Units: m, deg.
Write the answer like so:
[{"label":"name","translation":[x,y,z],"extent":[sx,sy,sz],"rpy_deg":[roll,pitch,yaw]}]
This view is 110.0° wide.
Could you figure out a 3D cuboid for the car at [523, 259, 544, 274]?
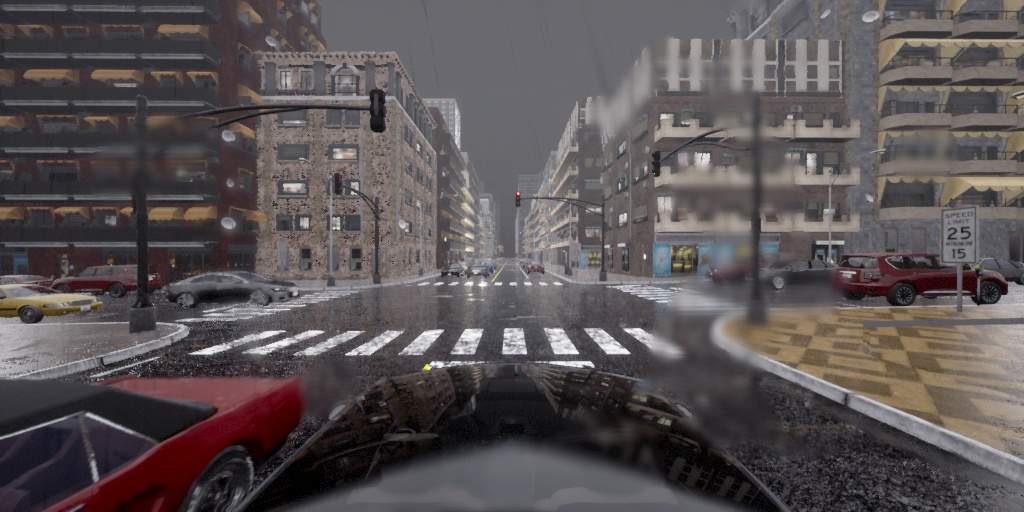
[{"label":"car","translation":[2.611,1.198,40.855],"extent":[1.967,1.591,4.097],"rpy_deg":[0,0,0]}]

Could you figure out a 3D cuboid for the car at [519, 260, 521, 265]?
[{"label":"car","translation":[2.577,1.349,57.902],"extent":[1.802,1.307,4.207],"rpy_deg":[0,0,0]}]

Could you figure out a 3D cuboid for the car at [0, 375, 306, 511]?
[{"label":"car","translation":[-2.940,1.351,1.160],"extent":[1.895,1.301,4.718],"rpy_deg":[0,0,2]}]

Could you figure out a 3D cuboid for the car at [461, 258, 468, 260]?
[{"label":"car","translation":[-5.769,1.284,40.666],"extent":[1.751,1.417,4.829],"rpy_deg":[0,0,0]}]

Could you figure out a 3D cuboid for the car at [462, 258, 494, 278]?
[{"label":"car","translation":[-3.165,1.247,34.029],"extent":[2.128,1.511,4.902],"rpy_deg":[0,0,0]}]

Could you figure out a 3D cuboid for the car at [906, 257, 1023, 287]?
[{"label":"car","translation":[24.727,0.807,19.052],"extent":[5.357,1.411,2.033],"rpy_deg":[-1,0,-1]}]

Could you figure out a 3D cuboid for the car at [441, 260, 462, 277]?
[{"label":"car","translation":[-5.757,1.322,35.154],"extent":[1.948,1.339,4.313],"rpy_deg":[0,0,0]}]

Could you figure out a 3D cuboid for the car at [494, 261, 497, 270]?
[{"label":"car","translation":[-3.183,1.237,43.451],"extent":[1.882,1.535,5.008],"rpy_deg":[0,0,0]}]

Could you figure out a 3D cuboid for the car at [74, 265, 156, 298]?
[{"label":"car","translation":[-23.638,1.462,21.088],"extent":[5.009,1.841,2.192],"rpy_deg":[0,0,-1]}]

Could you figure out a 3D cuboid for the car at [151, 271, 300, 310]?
[{"label":"car","translation":[-12.032,1.439,15.651],"extent":[4.902,1.511,2.128],"rpy_deg":[-1,0,-4]}]

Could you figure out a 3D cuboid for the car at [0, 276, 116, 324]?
[{"label":"car","translation":[-17.652,1.585,12.804],"extent":[4.829,1.417,1.751],"rpy_deg":[0,0,-1]}]

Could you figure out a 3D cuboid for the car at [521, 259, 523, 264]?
[{"label":"car","translation":[2.600,1.200,46.537],"extent":[1.967,1.591,4.097],"rpy_deg":[0,0,0]}]

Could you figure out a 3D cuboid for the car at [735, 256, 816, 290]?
[{"label":"car","translation":[14.936,0.947,18.944],"extent":[4.892,1.490,1.837],"rpy_deg":[-1,0,-1]}]

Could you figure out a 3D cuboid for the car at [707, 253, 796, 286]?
[{"label":"car","translation":[14.536,0.759,21.530],"extent":[5.009,1.841,2.192],"rpy_deg":[0,0,-1]}]

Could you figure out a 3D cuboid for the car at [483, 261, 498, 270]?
[{"label":"car","translation":[-3.196,1.365,53.448],"extent":[1.895,1.301,4.718],"rpy_deg":[0,0,0]}]

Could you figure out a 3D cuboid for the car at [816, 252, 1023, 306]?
[{"label":"car","translation":[14.687,0.775,13.151],"extent":[5.009,1.841,2.192],"rpy_deg":[0,0,-1]}]
